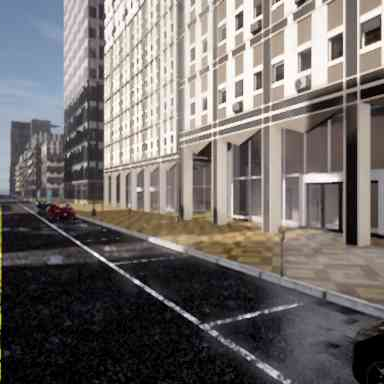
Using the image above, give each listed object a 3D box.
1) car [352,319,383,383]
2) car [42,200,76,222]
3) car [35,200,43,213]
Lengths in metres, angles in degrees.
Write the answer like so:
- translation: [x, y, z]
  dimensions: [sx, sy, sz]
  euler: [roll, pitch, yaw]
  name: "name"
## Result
- translation: [3.391, 1.567, 2.369]
  dimensions: [1.947, 1.339, 4.313]
  euler: [0, 0, -30]
  name: "car"
- translation: [-10.615, 1.559, 26.894]
  dimensions: [1.887, 1.381, 4.507]
  euler: [0, 0, -30]
  name: "car"
- translation: [-16.218, 1.573, 36.704]
  dimensions: [2.008, 1.369, 4.403]
  euler: [0, 0, -30]
  name: "car"
